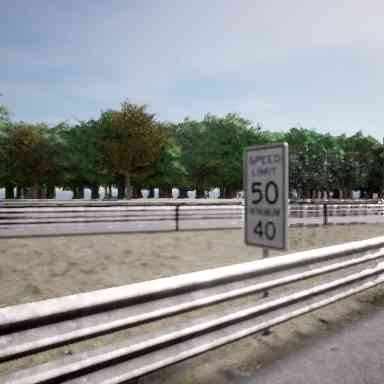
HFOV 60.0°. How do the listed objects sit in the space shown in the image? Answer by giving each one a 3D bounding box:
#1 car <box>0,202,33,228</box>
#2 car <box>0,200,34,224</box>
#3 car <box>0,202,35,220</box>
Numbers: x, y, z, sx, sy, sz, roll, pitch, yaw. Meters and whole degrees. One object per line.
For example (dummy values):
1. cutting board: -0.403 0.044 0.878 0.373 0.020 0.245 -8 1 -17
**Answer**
1. car: -12.138 1.372 19.007 5.357 1.411 2.033 0 0 -22
2. car: -13.412 1.304 22.267 5.008 1.535 1.882 0 0 -22
3. car: -14.693 1.440 25.524 4.718 1.301 1.895 0 0 -22
